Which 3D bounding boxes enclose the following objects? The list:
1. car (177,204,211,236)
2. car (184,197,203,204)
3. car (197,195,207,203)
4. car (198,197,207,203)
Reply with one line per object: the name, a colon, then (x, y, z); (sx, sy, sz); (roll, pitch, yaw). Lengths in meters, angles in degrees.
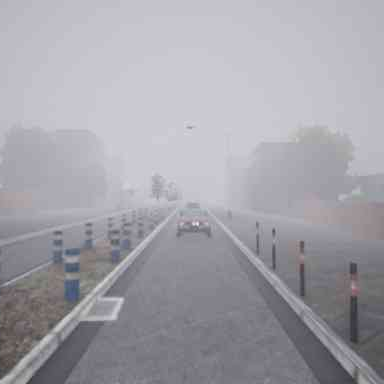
car: (0.095, 1.633, 18.894); (2.033, 1.411, 5.357); (0, 0, 0)
car: (0.102, 1.769, 42.649); (1.837, 1.490, 4.892); (0, 0, 0)
car: (3.000, 2.166, 89.779); (2.231, 1.521, 4.892); (0, 0, 0)
car: (3.001, 2.210, 95.426); (2.231, 1.521, 4.892); (0, 0, 0)
